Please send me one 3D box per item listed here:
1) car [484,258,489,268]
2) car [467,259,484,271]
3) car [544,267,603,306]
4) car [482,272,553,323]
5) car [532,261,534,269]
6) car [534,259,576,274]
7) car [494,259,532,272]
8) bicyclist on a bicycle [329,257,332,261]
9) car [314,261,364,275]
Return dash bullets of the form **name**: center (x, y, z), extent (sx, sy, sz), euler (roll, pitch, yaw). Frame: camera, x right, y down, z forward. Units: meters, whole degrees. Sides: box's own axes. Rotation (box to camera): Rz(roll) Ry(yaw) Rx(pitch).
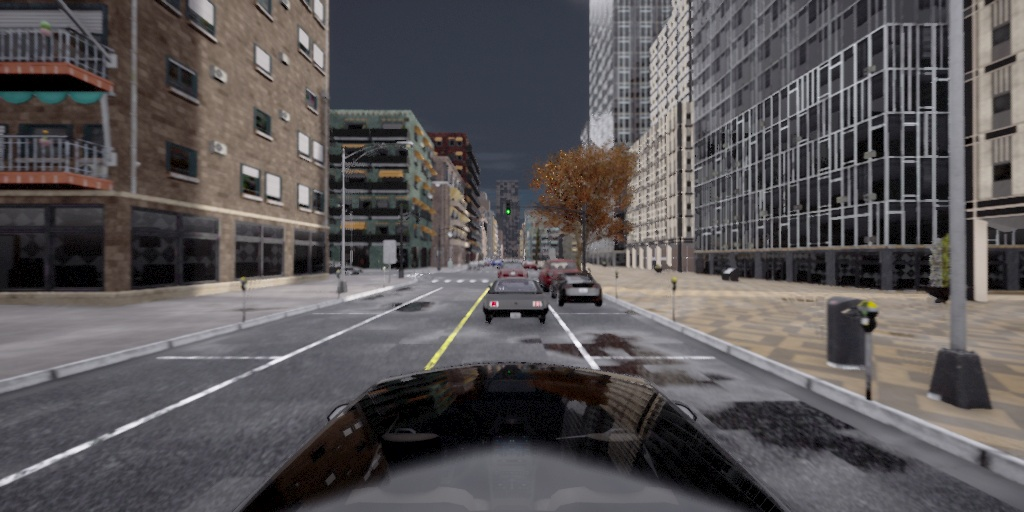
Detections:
- **car**: center (-5.666, 1.479, 64.621), extent (2.007, 1.370, 4.403), euler (0, 0, 0)
- **car**: center (-5.670, 1.441, 53.555), extent (2.007, 1.370, 4.403), euler (0, 0, 0)
- **car**: center (2.697, 1.349, 15.642), extent (1.948, 1.339, 4.313), euler (0, 0, 0)
- **car**: center (0.105, 1.376, 12.206), extent (1.895, 1.301, 4.718), euler (0, 0, 0)
- **car**: center (2.710, 1.435, 53.552), extent (1.888, 1.381, 4.507), euler (0, 0, 0)
- **car**: center (2.699, 1.112, 21.165), extent (2.192, 1.841, 5.009), euler (0, 0, 0)
- **car**: center (-0.040, 1.161, 25.705), extent (2.097, 1.767, 4.553), euler (0, 0, -3)
- **bicyclist on a bicycle**: center (-23.153, 0.871, 45.409), extent (0.582, 1.620, 1.656), euler (1, 0, -1)
- **car**: center (-16.423, 1.173, 34.144), extent (4.403, 1.370, 2.007), euler (0, 0, -1)
